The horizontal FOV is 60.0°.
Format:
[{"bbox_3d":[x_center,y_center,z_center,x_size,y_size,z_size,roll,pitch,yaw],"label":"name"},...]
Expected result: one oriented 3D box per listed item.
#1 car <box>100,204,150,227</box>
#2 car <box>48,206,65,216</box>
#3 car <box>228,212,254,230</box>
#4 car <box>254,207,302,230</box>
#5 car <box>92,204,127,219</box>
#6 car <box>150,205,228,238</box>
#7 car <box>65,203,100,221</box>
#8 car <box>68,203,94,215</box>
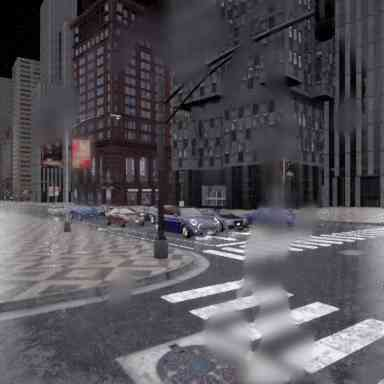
[{"bbox_3d":[-5.491,1.976,26.839,1.812,1.442,4.674,0,-1,-36],"label":"car"},{"bbox_3d":[-17.294,2.438,43.346,1.895,1.301,4.718,0,-1,-35],"label":"car"},{"bbox_3d":[1.734,1.862,22.344,1.994,1.385,4.181,0,-1,-36],"label":"car"},{"bbox_3d":[5.385,1.791,23.169,1.812,1.442,4.674,0,-1,-36],"label":"car"},{"bbox_3d":[-9.510,2.154,38.015,2.128,1.511,4.902,0,-1,-36],"label":"car"},{"bbox_3d":[-0.340,1.636,19.625,2.097,1.767,4.553,0,-1,-35],"label":"car"},{"bbox_3d":[-11.424,2.121,35.107,1.882,1.535,5.008,0,-1,-36],"label":"car"},{"bbox_3d":[-15.703,2.359,46.729,2.128,1.511,4.902,0,-1,-35],"label":"car"}]
